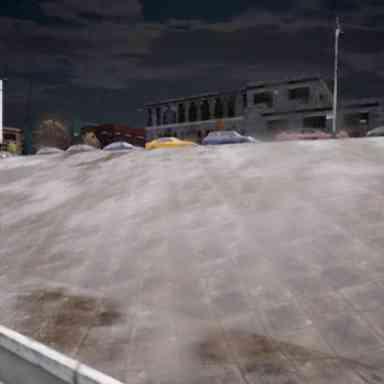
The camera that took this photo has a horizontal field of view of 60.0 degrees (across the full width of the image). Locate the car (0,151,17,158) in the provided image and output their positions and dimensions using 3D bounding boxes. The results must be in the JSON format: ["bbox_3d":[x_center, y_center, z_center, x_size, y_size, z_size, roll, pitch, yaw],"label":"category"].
[{"bbox_3d":[-24.671,-4.557,43.575,4.553,1.767,2.185,1,1,34],"label":"car"}]

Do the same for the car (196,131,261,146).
[{"bbox_3d":[3.047,-3.866,25.545,4.553,1.767,2.185,2,1,31],"label":"car"}]

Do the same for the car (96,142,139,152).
[{"bbox_3d":[-6.419,-3.964,31.290,4.674,1.452,2.002,2,1,33],"label":"car"}]

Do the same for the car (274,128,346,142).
[{"bbox_3d":[8.038,-3.575,22.746,4.792,1.488,2.163,2,1,29],"label":"car"}]

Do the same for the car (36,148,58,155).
[{"bbox_3d":[-15.631,-4.240,37.418,4.892,1.521,2.231,1,1,34],"label":"car"}]

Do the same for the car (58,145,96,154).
[{"bbox_3d":[-11.065,-4.131,34.319,4.892,1.521,2.231,1,1,34],"label":"car"}]

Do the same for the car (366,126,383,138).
[{"bbox_3d":[12.901,-3.433,20.139,4.674,1.452,2.002,2,1,28],"label":"car"}]

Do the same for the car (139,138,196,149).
[{"bbox_3d":[-1.707,-3.872,28.362,5.008,1.535,2.097,2,1,32],"label":"car"}]
